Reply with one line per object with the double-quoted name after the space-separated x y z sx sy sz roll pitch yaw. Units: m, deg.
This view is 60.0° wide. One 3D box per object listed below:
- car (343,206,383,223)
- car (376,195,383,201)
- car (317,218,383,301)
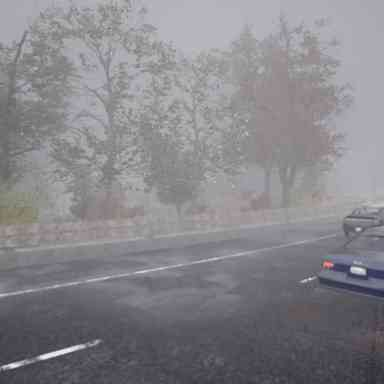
9.245 1.482 16.749 2.128 1.511 4.902 0 0 45 "car"
46.628 1.492 81.207 1.994 1.385 4.181 0 0 3 "car"
5.053 1.541 7.975 5.357 1.411 2.033 0 0 -41 "car"
